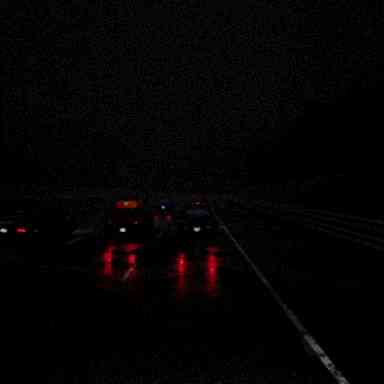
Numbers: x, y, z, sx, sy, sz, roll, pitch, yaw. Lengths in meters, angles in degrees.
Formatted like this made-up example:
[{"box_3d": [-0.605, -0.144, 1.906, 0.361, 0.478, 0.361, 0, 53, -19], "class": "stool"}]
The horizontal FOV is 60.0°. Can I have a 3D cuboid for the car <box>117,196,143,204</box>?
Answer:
[{"box_3d": [-6.342, 1.185, 34.389, 2.097, 1.767, 4.553, 0, 0, 2], "class": "car"}]

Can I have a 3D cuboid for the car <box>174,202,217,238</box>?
[{"box_3d": [0.251, 1.420, 16.698, 1.812, 1.442, 4.674, 0, 0, 1], "class": "car"}]

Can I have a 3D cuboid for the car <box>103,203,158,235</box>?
[{"box_3d": [-3.232, 1.487, 17.938, 1.895, 1.301, 4.718, 0, 0, 1], "class": "car"}]

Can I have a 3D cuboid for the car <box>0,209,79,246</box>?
[{"box_3d": [-6.785, 1.448, 14.630, 2.033, 1.411, 5.357, 0, 0, 1], "class": "car"}]

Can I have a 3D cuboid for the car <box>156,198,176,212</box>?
[{"box_3d": [-2.803, 1.359, 35.659, 1.812, 1.442, 4.674, 0, 0, 2], "class": "car"}]

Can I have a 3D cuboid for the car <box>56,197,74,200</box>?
[{"box_3d": [-19.751, 1.389, 54.090, 1.895, 1.301, 4.718, 0, 0, 3], "class": "car"}]

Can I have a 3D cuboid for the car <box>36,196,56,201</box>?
[{"box_3d": [-23.247, 1.332, 54.138, 2.033, 1.411, 5.357, 0, 0, 3], "class": "car"}]

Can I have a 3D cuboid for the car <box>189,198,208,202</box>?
[{"box_3d": [0.666, 1.329, 34.617, 2.128, 1.511, 4.902, 0, 0, 2], "class": "car"}]

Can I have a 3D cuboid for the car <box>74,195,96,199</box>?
[{"box_3d": [-16.321, 1.271, 52.682, 1.882, 1.535, 5.008, 0, 0, 3], "class": "car"}]
